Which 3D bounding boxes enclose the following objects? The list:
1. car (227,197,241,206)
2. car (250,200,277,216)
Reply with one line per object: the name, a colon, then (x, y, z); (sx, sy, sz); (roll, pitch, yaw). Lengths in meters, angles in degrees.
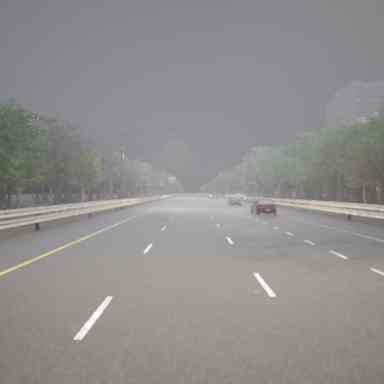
car: (7.100, 1.601, 56.500); (2.033, 1.411, 5.357); (0, 0, 0)
car: (7.026, 1.501, 33.107); (1.882, 1.535, 5.008); (0, 0, 0)
